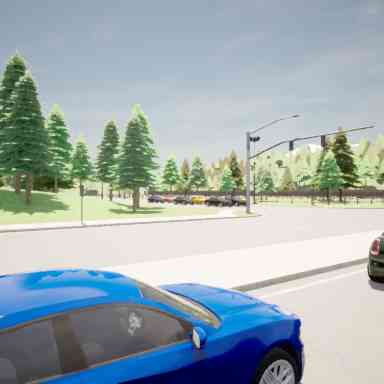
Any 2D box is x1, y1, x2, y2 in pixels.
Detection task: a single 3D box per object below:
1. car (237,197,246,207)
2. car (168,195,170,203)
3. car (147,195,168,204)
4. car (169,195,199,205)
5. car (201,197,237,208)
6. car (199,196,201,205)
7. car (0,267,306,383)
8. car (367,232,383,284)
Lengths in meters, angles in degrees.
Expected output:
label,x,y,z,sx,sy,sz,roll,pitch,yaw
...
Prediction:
label,x,y,z,sx,sy,sz,roll,pitch,yaw
car,6.581,1.478,52.258,1.882,1.535,5.008,0,0,-35
car,-4.636,1.352,68.443,2.097,1.767,4.553,0,0,-35
car,-7.242,1.505,66.020,1.837,1.490,4.892,0,0,-35
car,-1.416,1.505,57.599,1.837,1.490,4.892,0,0,-35
car,3.962,1.478,49.893,1.882,1.535,5.008,0,0,-35
car,1.107,1.478,60.113,1.882,1.535,5.008,0,0,-35
car,-1.032,1.478,3.012,5.008,1.535,1.882,0,0,-35
car,6.463,1.352,8.386,4.553,1.767,2.097,0,0,-35
